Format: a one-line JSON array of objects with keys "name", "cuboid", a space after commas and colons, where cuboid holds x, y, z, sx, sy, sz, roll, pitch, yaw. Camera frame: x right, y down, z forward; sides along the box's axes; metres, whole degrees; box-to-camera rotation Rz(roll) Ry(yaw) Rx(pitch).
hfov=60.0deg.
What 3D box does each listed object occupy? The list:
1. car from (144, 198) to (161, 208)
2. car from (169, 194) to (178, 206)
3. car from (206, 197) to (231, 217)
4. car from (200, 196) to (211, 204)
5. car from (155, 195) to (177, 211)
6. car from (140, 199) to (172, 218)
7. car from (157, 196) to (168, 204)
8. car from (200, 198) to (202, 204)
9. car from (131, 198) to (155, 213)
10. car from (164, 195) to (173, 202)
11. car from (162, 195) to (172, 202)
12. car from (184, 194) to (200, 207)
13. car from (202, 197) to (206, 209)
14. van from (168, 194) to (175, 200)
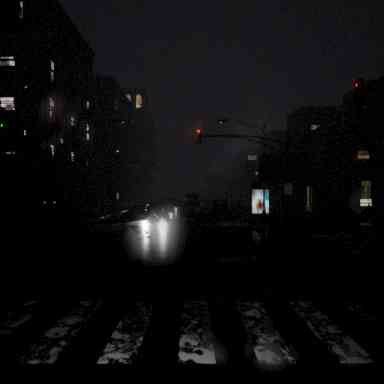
[{"name": "car", "cuboid": [-5.778, 1.571, 48.916, 2.008, 1.369, 4.403, 0, 0, 0]}, {"name": "car", "cuboid": [-3.175, 1.527, 52.321, 1.837, 1.490, 4.892, 0, 0, 0]}, {"name": "car", "cuboid": [2.630, 1.446, 31.852, 1.967, 1.590, 4.097, 0, 0, 0]}, {"name": "car", "cuboid": [2.573, 1.591, 66.033, 2.008, 1.369, 4.403, -1, 0, 0]}, {"name": "car", "cuboid": [-3.165, 1.490, 40.235, 1.882, 1.535, 5.008, 0, 0, 0]}, {"name": "car", "cuboid": [-3.149, 1.605, 30.134, 1.895, 1.301, 4.718, 0, 0, 0]}, {"name": "car", "cuboid": [-5.807, 1.565, 65.836, 1.752, 1.417, 4.829, 0, 0, 0]}, {"name": "car", "cuboid": [2.602, 1.571, 48.943, 2.008, 1.369, 4.403, 0, 0, 0]}, {"name": "car", "cuboid": [-5.759, 1.561, 37.523, 2.008, 1.369, 4.403, 0, 0, 0]}, {"name": "car", "cuboid": [-5.836, 1.592, 82.925, 1.752, 1.417, 4.829, -1, 0, 0]}, {"name": "car", "cuboid": [-5.828, 1.497, 77.398, 1.967, 1.590, 4.097, 0, 0, 0]}, {"name": "car", "cuboid": [0.028, 1.243, 50.038, 2.150, 2.045, 5.566, 0, 0, 0]}, {"name": "car", "cuboid": [2.612, 1.597, 43.246, 1.802, 1.307, 4.206, 0, 0, 0]}, {"name": "van", "cuboid": [-5.858, 1.430, 94.489, 1.690, 1.788, 3.998, -1, 0, 0]}]
